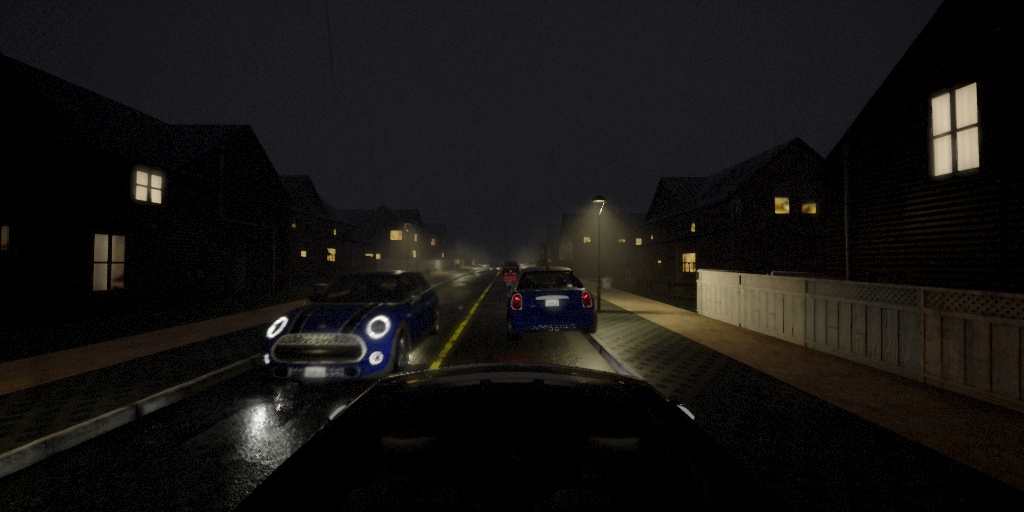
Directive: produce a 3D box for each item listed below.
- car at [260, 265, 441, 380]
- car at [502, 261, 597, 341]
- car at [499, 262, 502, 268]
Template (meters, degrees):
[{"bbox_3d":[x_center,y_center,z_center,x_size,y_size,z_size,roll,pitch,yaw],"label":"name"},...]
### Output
[{"bbox_3d":[-2.881,1.106,7.475,2.097,1.767,4.553,0,0,0],"label":"car"},{"bbox_3d":[0.883,1.076,10.093,2.097,1.767,4.553,-2,0,0],"label":"car"},{"bbox_3d":[-0.140,1.301,38.822,1.837,1.490,4.892,0,0,0],"label":"car"}]
